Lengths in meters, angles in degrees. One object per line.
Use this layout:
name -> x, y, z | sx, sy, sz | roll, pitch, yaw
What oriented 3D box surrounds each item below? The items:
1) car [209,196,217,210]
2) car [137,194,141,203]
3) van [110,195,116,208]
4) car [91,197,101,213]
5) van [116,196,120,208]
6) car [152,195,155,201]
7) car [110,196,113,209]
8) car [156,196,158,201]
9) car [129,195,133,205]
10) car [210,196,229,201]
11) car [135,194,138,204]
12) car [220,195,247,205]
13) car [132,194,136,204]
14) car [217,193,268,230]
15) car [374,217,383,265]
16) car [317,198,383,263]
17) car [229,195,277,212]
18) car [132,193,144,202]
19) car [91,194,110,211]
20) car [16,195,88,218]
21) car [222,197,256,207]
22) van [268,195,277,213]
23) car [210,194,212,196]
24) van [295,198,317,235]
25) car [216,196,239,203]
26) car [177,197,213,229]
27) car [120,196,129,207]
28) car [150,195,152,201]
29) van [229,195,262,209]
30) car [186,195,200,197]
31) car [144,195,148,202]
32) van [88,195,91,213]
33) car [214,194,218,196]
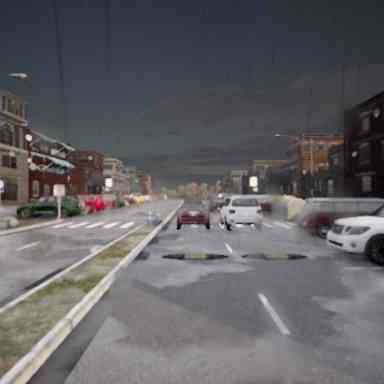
car -> 3.084, 1.639, 41.034 | 1.837, 1.490, 4.892 | 0, 0, 0
car -> -12.870, 1.588, 63.843 | 4.892, 1.521, 2.231 | 0, 0, 0
van -> -13.016, 1.391, 44.512 | 4.442, 1.987, 1.878 | 0, 0, 0
car -> -12.900, 1.634, 36.175 | 4.792, 1.488, 2.163 | 0, 0, 0
van -> -13.008, 1.391, 47.166 | 4.442, 1.987, 1.878 | 0, 0, 0
car -> -12.806, 1.376, 83.286 | 5.566, 2.045, 2.435 | 0, -1, 0
car -> -12.899, 1.615, 41.729 | 4.892, 1.521, 2.231 | 0, 0, 0
car -> -12.823, 1.793, 94.515 | 4.892, 1.521, 2.231 | 0, -1, 0
car -> -12.695, 1.610, 52.848 | 5.366, 1.575, 1.946 | 0, 0, 0
car -> 7.598, 1.743, 91.267 | 5.008, 1.535, 2.097 | 0, -1, 0
car -> -12.897, 1.624, 61.063 | 4.792, 1.488, 2.163 | 0, 0, 0
car -> 7.584, 1.474, 60.957 | 4.553, 1.767, 2.185 | 0, 0, 0
car -> -12.867, 1.602, 58.283 | 5.008, 1.535, 2.097 | 0, 0, 0
car -> 3.097, 1.286, 21.599 | 2.150, 2.045, 5.566 | 0, 0, 0
car -> 7.639, 1.521, 8.557 | 4.674, 1.452, 2.002 | 0, 0, 0
car -> 7.607, 1.237, 11.317 | 5.566, 2.045, 2.435 | 0, 0, 0
car -> 7.595, 1.362, 41.649 | 5.566, 2.045, 2.435 | 0, 0, 0
car -> -12.865, 1.579, 66.746 | 5.008, 1.535, 2.097 | 0, 0, 0
car -> -12.945, 1.359, 38.829 | 5.566, 2.045, 2.435 | 0, 0, 0
car -> -12.981, 1.334, 30.493 | 5.566, 2.045, 2.435 | 0, 0, 0
car -> 7.803, 1.608, 55.441 | 5.366, 1.575, 1.946 | 0, 0, 0
van -> 7.743, 1.369, 33.373 | 4.442, 1.987, 1.878 | 0, 0, 0
car -> 7.581, 1.344, 77.495 | 5.566, 2.045, 2.435 | 0, 0, 0
van -> 7.516, 1.289, 16.829 | 4.442, 1.987, 1.878 | 0, 0, 0
car -> 7.640, 1.610, 71.985 | 4.792, 1.488, 2.163 | 0, 0, 0
car -> 0.087, 1.418, 22.490 | 2.097, 1.767, 4.553 | 0, 0, 0
car -> -12.855, 1.364, 50.065 | 5.566, 2.045, 2.435 | 0, 0, 0
car -> -13.024, 1.600, 80.505 | 5.366, 1.575, 1.946 | 0, 0, 0
van -> 7.504, 1.392, 47.166 | 4.442, 1.987, 1.878 | 0, 0, 0
car -> 0.086, 1.350, 41.485 | 2.150, 2.045, 5.566 | 0, -1, 0
car -> -13.036, 1.567, 72.303 | 5.366, 1.575, 1.946 | 0, 0, 0
van -> -12.823, 1.370, 33.269 | 4.442, 1.987, 1.878 | 0, 0, 0
car -> 7.586, 1.342, 63.714 | 5.566, 2.045, 2.435 | 0, 0, 0
